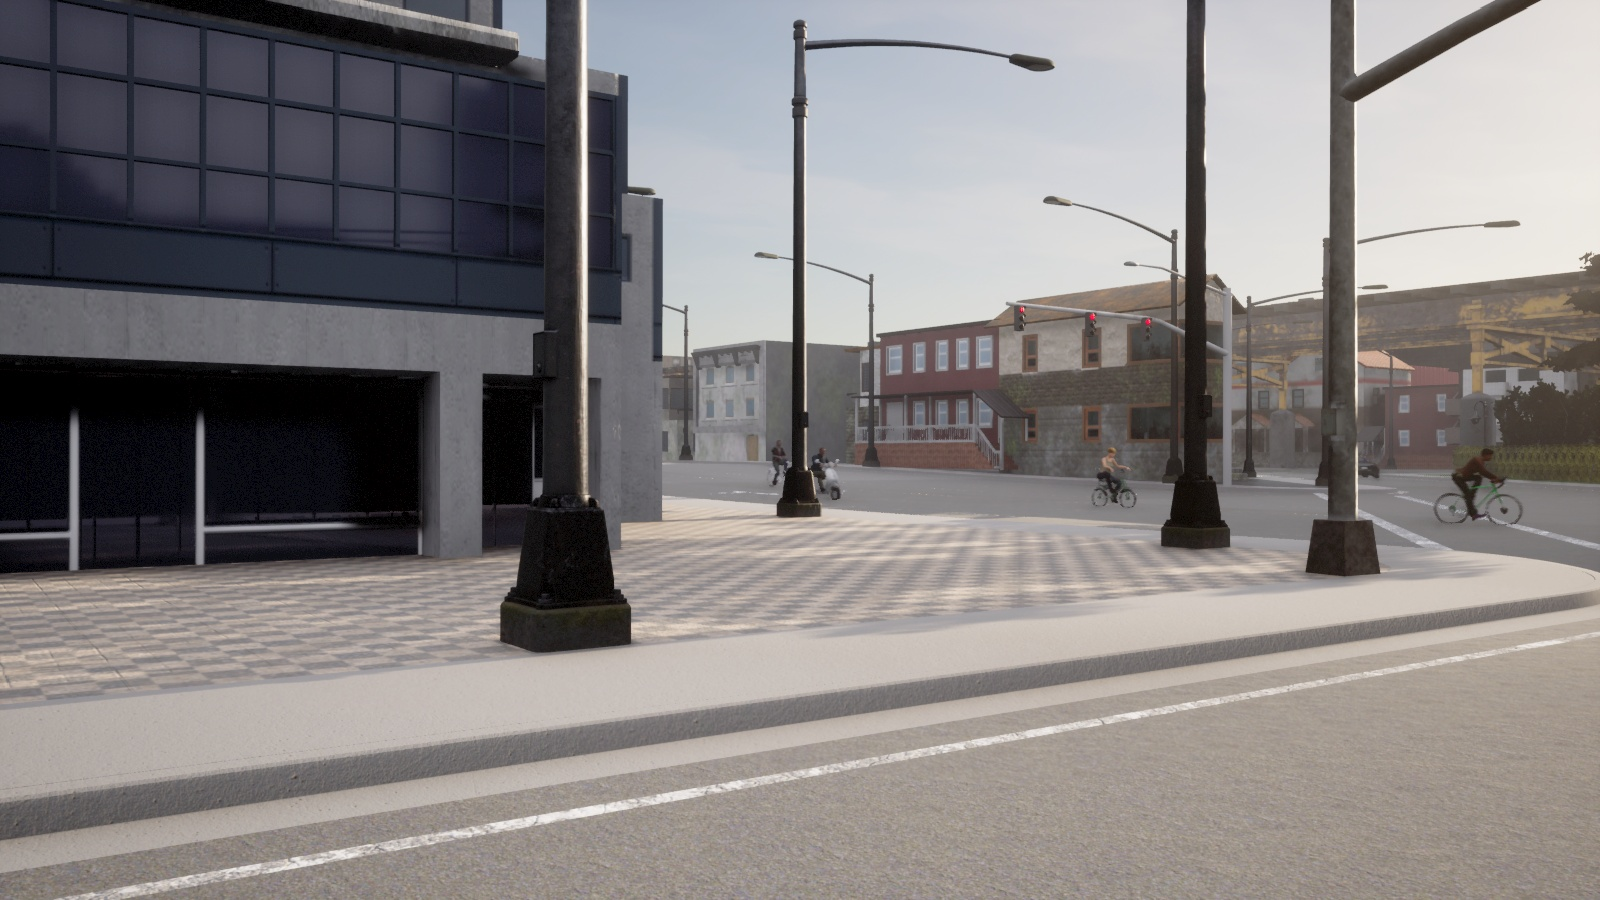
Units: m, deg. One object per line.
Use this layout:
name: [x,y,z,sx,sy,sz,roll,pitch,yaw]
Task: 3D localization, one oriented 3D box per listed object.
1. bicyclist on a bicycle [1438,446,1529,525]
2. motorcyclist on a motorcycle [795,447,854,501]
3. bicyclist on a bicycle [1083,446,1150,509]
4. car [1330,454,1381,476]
bicyclist on a bicycle: [14.294,0.729,26.310,1.656,1.620,0.582,0,-2,28]
motorcyclist on a motorcycle: [0.717,0.705,37.870,0.866,1.590,1.817,0,1,-35]
bicyclist on a bicycle: [8.338,0.701,33.144,0.866,1.612,1.509,0,0,-35]
car: [35.138,0.929,79.485,1.994,1.385,4.181,0,0,10]
